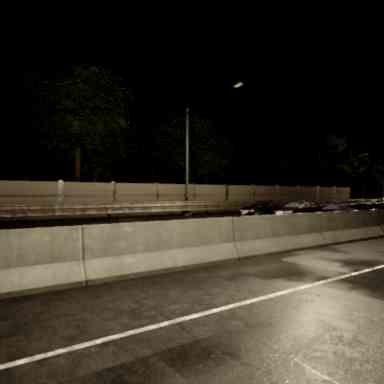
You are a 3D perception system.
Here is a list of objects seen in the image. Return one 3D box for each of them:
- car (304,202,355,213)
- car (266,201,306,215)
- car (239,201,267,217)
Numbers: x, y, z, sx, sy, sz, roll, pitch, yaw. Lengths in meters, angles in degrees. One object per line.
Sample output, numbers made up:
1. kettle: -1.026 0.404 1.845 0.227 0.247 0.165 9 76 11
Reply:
1. car: 10.529 1.617 24.387 4.181 1.385 1.994 0 0 -35
2. car: 8.849 1.545 27.488 4.902 1.511 2.128 0 0 -35
3. car: 6.352 1.578 30.007 4.674 1.442 1.812 0 0 -35
